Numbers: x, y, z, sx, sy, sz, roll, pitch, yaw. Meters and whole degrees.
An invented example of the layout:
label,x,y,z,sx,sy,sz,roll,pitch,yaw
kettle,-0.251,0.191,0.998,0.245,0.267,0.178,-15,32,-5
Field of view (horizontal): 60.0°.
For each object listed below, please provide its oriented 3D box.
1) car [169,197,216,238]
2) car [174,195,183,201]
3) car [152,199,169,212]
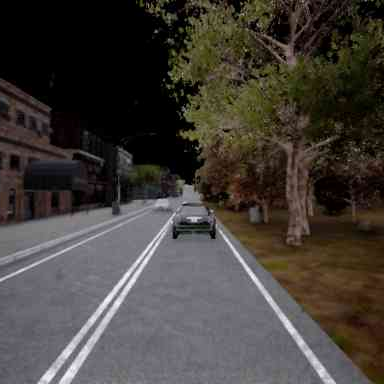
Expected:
label,x,y,z,sx,sy,sz,roll,pitch,yaw
car,0.101,1.351,17.635,2.097,1.767,4.553,0,0,0
car,-3.247,1.355,79.973,2.033,1.411,5.357,0,0,0
car,-3.345,1.512,37.816,1.812,1.442,4.674,0,0,0
